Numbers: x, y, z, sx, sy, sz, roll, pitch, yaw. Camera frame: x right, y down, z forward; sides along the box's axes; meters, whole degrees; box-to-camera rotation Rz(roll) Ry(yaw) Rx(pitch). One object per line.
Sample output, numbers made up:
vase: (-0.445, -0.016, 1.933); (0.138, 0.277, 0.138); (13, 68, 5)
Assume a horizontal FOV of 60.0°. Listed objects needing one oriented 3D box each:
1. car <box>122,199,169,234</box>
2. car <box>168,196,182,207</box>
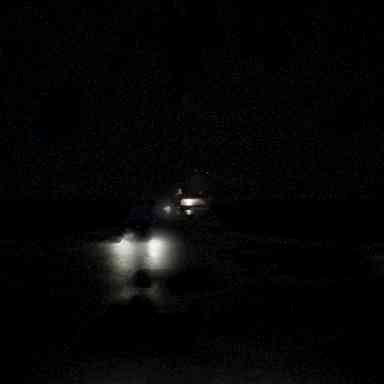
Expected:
car: (-2.602, 1.408, 18.748); (1.882, 1.535, 5.008); (0, 1, 0)
car: (-2.392, 1.208, 44.967); (2.033, 1.411, 5.357); (0, 1, 0)
